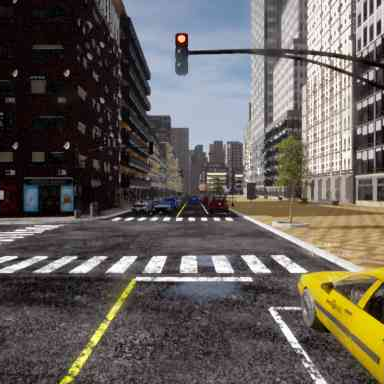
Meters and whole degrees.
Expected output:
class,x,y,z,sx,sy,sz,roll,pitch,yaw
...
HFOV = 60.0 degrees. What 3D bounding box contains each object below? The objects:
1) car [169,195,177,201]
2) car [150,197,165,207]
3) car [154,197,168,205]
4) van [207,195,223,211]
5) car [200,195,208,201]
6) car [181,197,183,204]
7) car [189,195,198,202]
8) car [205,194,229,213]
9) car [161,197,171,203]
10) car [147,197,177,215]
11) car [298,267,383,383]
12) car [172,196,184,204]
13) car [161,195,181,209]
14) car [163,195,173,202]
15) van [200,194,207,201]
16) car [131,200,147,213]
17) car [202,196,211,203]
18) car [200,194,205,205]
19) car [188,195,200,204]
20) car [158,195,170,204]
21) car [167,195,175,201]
class,x,y,z,sx,sy,sz,roll,pitch,yaw
car,-5.279,1.641,91.685,1.887,1.381,4.507,0,0,0
car,-5.455,1.580,53.000,2.008,1.369,4.403,0,0,0
car,-5.430,1.582,58.526,1.887,1.381,4.507,0,0,0
van,2.874,1.357,41.909,1.690,1.788,3.998,0,0,0
car,3.076,1.611,86.292,1.752,1.417,4.829,0,0,0
car,-2.826,1.534,53.743,1.837,1.490,4.892,0,0,1
car,0.350,1.567,76.587,1.837,1.490,4.892,0,0,0
car,2.849,1.326,36.383,2.192,1.841,5.009,0,0,0
car,-5.380,1.637,69.580,1.802,1.307,4.206,0,0,0
car,-2.944,1.557,34.100,2.033,1.411,5.357,0,0,0
car,2.705,1.525,4.140,1.752,1.417,4.829,0,0,0
car,-2.712,1.537,63.988,2.128,1.511,4.902,0,0,0
car,-2.889,1.495,43.930,1.882,1.535,5.008,0,0,0
car,-5.355,1.504,75.107,1.967,1.590,4.097,0,0,0
van,3.100,1.438,91.648,1.690,1.788,3.998,0,0,0
car,-5.529,1.562,36.420,2.008,1.369,4.403,0,0,0
car,3.000,1.600,69.542,1.887,1.381,4.507,0,0,0
car,2.949,1.352,58.488,2.192,1.841,5.009,0,0,0
car,0.387,1.397,63.230,2.097,1.767,4.553,0,0,0
car,-5.405,1.486,64.053,1.967,1.590,4.097,0,0,0
car,-5.305,1.610,85.990,1.752,1.417,4.829,0,0,0
